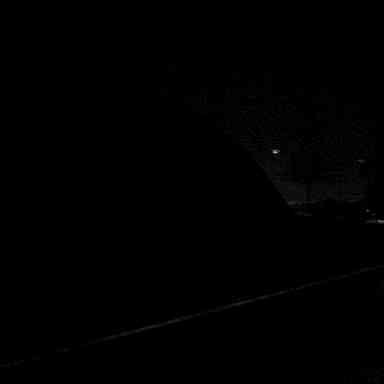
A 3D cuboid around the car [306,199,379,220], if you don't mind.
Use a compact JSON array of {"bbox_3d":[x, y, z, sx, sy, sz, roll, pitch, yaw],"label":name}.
[{"bbox_3d":[11.724,1.267,26.375,2.033,1.411,5.357,0,0,-36],"label":"car"}]
